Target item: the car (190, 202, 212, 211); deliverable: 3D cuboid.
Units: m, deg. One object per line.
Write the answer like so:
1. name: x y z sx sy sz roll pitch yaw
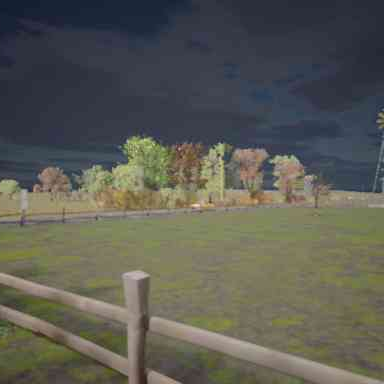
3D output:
1. car: 1.524 2.480 58.033 1.882 1.535 5.008 0 -1 36
